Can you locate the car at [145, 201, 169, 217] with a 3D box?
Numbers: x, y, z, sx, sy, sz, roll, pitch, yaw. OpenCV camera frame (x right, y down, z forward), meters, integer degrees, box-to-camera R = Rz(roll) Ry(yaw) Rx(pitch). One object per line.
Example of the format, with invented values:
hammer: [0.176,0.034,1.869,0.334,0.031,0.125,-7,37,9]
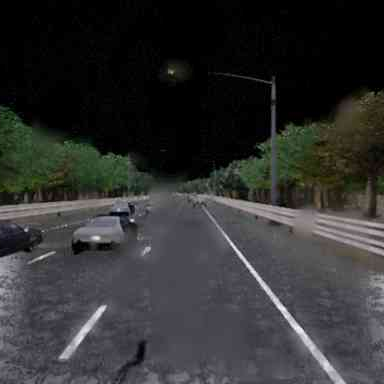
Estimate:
car: [-3.393,1.576,32.583,2.128,1.511,4.902,0,0,0]

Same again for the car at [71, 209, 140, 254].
car: [-3.398,1.607,13.759,1.994,1.385,4.181,0,0,0]

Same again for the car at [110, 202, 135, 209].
car: [-6.892,1.650,33.309,1.994,1.385,4.181,0,0,0]

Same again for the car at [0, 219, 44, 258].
car: [-6.897,1.583,10.959,2.033,1.411,5.357,0,0,0]

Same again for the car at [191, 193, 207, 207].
car: [1.236,1.477,52.577,2.097,1.767,4.553,0,0,0]

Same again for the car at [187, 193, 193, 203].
car: [0.016,1.543,71.114,1.812,1.442,4.674,0,0,0]

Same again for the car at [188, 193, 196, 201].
car: [0.020,1.282,91.680,2.150,2.045,5.566,0,0,0]
